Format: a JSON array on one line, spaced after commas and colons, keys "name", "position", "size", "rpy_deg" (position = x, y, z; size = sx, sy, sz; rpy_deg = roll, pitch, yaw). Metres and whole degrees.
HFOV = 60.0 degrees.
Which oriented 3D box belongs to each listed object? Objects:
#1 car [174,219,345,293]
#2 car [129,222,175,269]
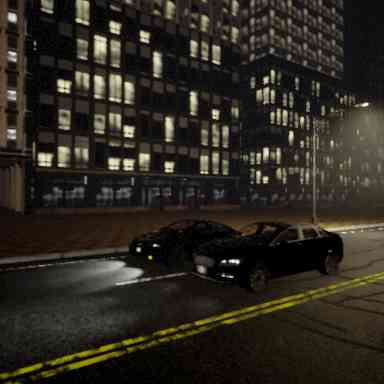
[{"name": "car", "position": [2.234, 1.574, 9.162], "size": [4.902, 1.511, 2.128], "rpy_deg": [1, -1, -35]}, {"name": "car", "position": [-0.031, 1.641, 11.548], "size": [4.181, 1.385, 1.994], "rpy_deg": [1, -1, -35]}]
